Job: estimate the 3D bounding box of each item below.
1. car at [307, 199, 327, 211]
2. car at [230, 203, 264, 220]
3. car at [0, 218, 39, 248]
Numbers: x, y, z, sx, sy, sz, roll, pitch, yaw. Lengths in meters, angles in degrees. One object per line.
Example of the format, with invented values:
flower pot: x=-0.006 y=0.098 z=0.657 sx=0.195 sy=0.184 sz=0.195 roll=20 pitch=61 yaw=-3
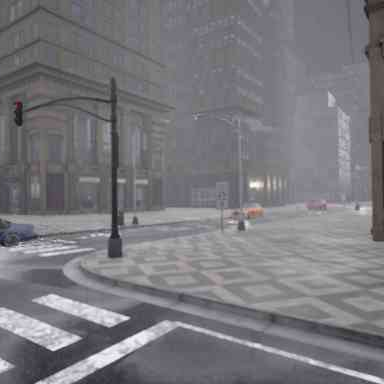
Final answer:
car: x=21.459 y=2.209 z=57.007 sx=2.150 sy=2.045 sz=5.566 roll=-1 pitch=-1 yaw=36
car: x=5.893 y=1.949 z=35.242 sx=2.097 sy=1.767 sz=4.553 roll=-1 pitch=-2 yaw=36
car: x=-9.344 y=1.722 z=13.935 sx=2.033 sy=1.411 sz=5.357 roll=-1 pitch=-3 yaw=36
